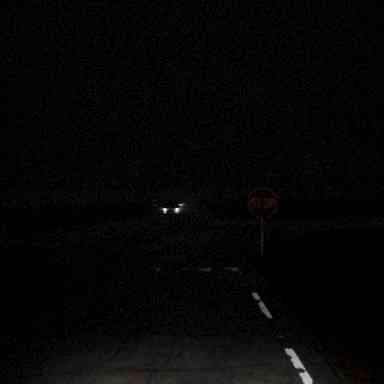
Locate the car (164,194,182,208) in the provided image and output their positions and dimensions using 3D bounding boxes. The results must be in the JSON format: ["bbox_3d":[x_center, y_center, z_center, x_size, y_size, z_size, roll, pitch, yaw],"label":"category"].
[{"bbox_3d":[-2.838,1.402,46.485,1.882,1.535,5.008,0,0,0],"label":"car"}]

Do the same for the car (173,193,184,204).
[{"bbox_3d":[-2.780,1.153,62.560,2.150,2.045,5.566,0,0,0],"label":"car"}]
